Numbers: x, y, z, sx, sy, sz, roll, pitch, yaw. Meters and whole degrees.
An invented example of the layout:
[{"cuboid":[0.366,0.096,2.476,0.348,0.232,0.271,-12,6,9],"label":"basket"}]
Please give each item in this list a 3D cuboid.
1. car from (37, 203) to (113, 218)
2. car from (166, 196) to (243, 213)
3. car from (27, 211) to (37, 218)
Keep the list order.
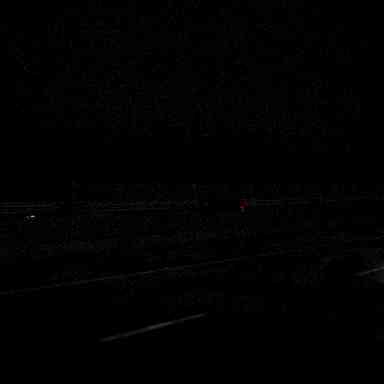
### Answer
[{"cuboid":[-6.949,1.590,20.497,4.181,1.385,1.994,0,0,-35],"label":"car"},{"cuboid":[0.898,1.282,21.724,5.566,2.045,2.150,0,0,-35],"label":"car"},{"cuboid":[-8.901,1.528,23.406,4.892,1.490,1.837,0,0,-35],"label":"car"}]
